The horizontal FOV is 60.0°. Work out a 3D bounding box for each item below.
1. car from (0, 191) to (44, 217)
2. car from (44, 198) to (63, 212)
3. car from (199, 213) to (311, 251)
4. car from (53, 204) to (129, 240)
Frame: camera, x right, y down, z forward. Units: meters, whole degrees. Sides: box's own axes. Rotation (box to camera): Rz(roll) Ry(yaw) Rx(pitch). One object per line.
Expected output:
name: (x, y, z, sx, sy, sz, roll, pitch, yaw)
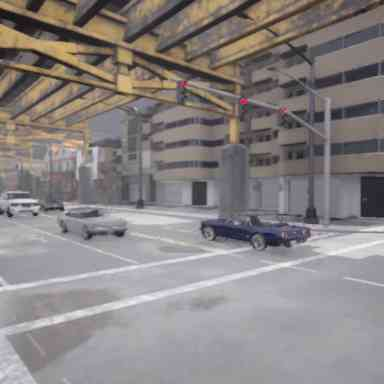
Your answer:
car: (-14.505, 0.939, 27.741, 2.150, 2.045, 5.566, 0, 1, -40)
car: (-14.318, 1.245, 33.212, 1.994, 1.385, 4.181, 0, 1, -40)
car: (2.348, 1.511, 13.779, 1.895, 1.301, 4.718, 0, 0, -36)
car: (-4.994, 1.453, 16.464, 1.895, 1.301, 4.718, 0, 1, -40)
